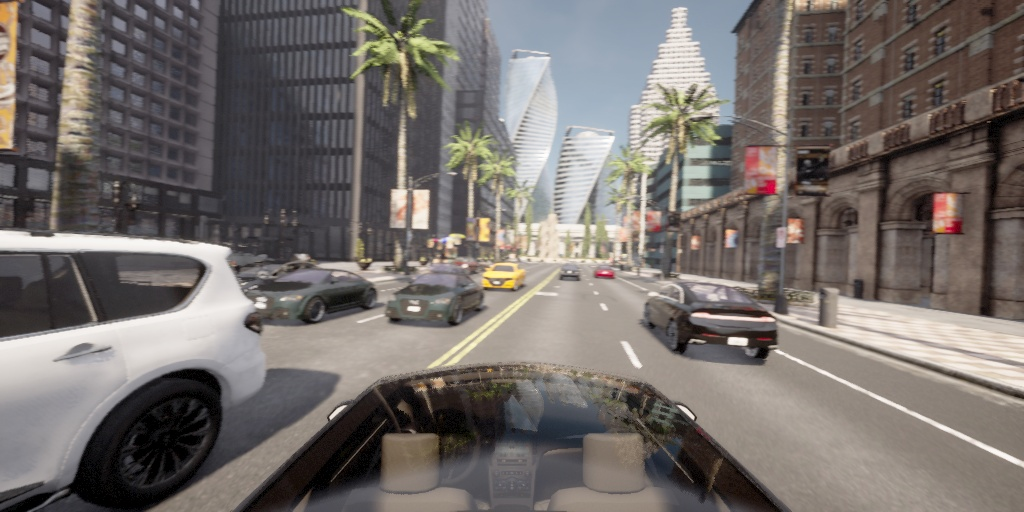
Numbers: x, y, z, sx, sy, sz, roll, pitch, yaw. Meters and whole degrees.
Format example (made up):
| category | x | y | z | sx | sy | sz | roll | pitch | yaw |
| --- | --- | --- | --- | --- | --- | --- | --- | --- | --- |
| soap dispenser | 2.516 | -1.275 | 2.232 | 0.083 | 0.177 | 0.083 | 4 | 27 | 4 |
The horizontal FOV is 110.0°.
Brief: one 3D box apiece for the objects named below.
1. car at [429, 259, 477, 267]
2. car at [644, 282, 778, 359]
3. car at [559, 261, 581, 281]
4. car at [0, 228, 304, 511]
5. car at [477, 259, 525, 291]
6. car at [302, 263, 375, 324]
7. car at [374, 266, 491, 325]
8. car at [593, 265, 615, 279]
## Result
| category | x | y | z | sx | sy | sz | roll | pitch | yaw |
| --- | --- | --- | --- | --- | --- | --- | --- | --- | --- |
| car | -3.999 | 1.096 | 21.289 | 2.033 | 1.411 | 5.357 | 2 | 0 | 11 |
| car | 4.701 | 1.412 | 9.163 | 2.128 | 1.511 | 4.902 | 2 | 0 | 10 |
| car | 5.294 | 1.441 | 32.864 | 2.033 | 1.411 | 5.357 | 2 | 0 | 9 |
| car | -3.947 | 0.814 | 1.474 | 2.150 | 2.045 | 5.566 | 2 | 0 | 10 |
| car | -0.389 | 1.169 | 21.623 | 1.882 | 1.535 | 5.008 | 2 | 0 | 10 |
| car | -5.861 | 1.061 | 10.801 | 1.994 | 1.385 | 4.181 | 2 | 0 | 10 |
| car | -2.221 | 1.205 | 11.333 | 1.994 | 1.385 | 4.181 | 2 | 0 | 10 |
| car | 9.645 | 1.621 | 37.755 | 1.994 | 1.385 | 4.181 | 2 | 0 | 9 |
